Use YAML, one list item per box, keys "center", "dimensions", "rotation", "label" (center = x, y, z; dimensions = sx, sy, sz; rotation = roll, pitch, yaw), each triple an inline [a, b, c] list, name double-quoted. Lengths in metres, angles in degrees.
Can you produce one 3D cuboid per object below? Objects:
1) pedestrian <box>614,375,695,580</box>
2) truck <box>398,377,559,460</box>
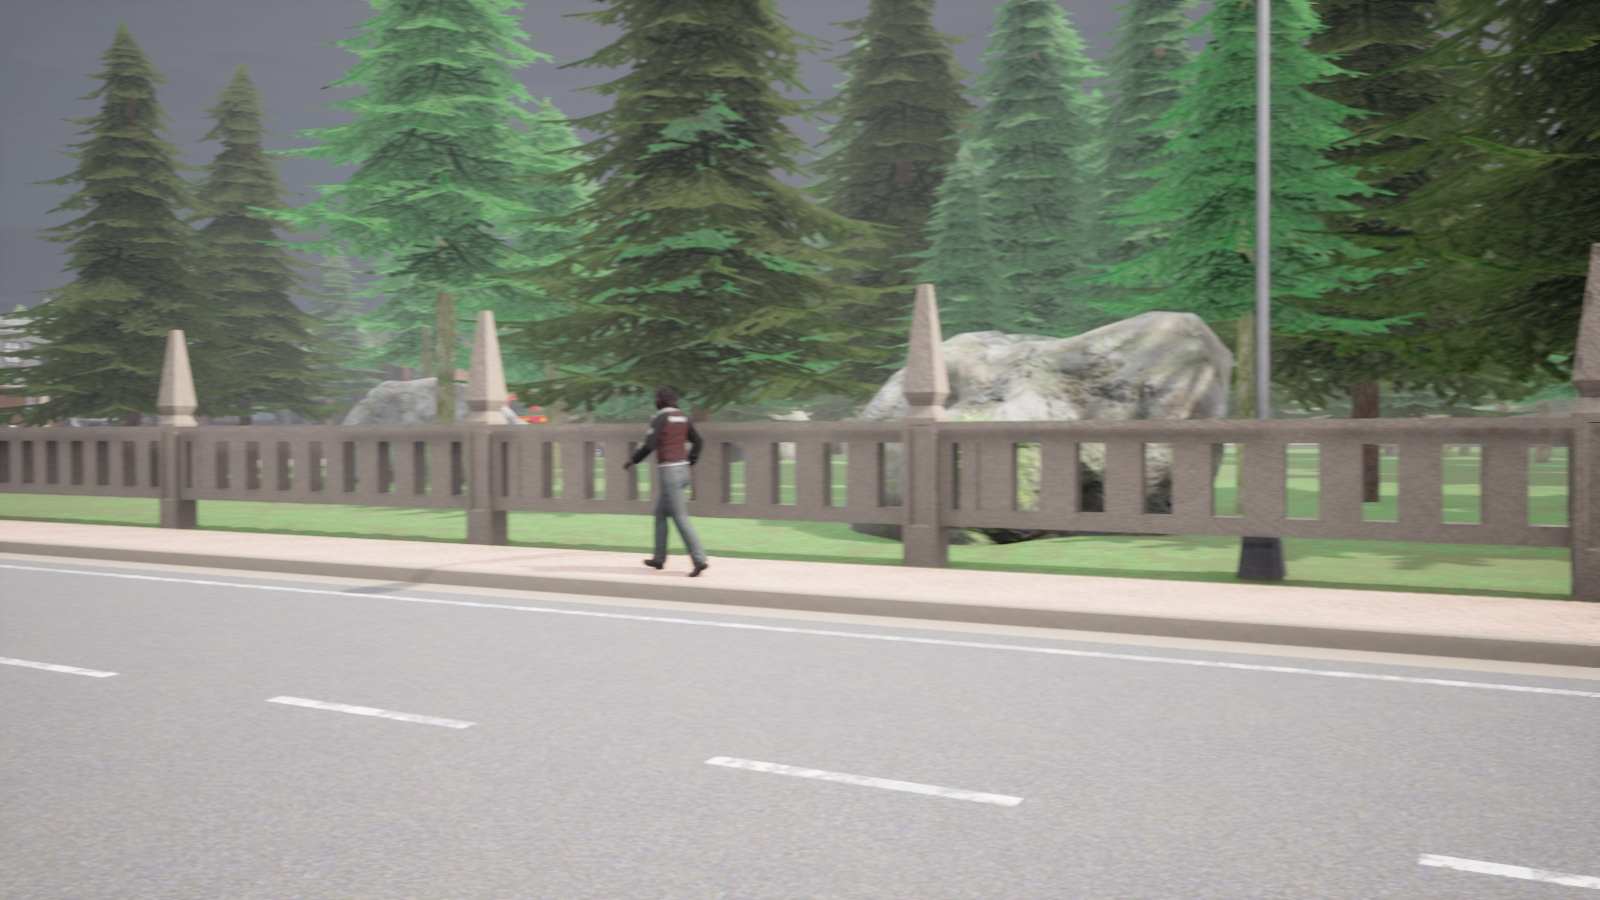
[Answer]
- center: [-1.407, 0.255, 12.117]
  dimensions: [0.666, 1.930, 0.402]
  rotation: [1, 1, 26]
  label: "pedestrian"
- center: [-15.848, -1.547, 62.762]
  dimensions: [2.891, 3.827, 8.468]
  rotation: [1, 1, 27]
  label: "truck"
